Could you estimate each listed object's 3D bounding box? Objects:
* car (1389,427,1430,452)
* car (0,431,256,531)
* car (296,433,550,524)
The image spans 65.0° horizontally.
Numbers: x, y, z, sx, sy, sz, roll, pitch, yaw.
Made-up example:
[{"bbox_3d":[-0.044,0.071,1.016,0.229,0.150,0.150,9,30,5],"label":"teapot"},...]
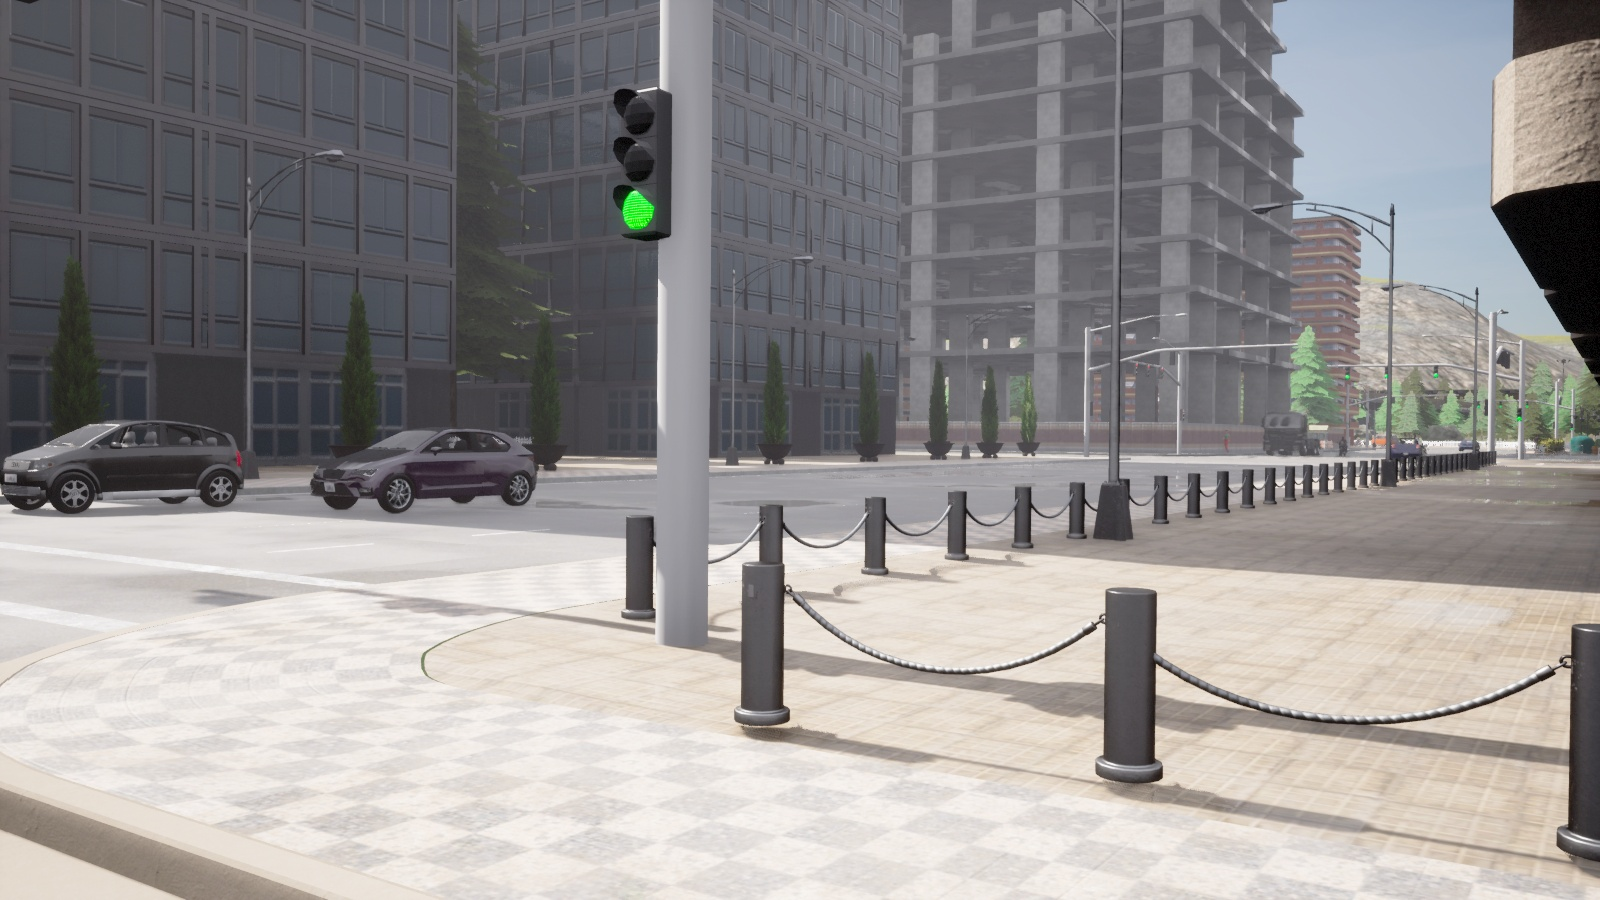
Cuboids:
[{"bbox_3d":[36.997,-0.658,76.230,1.845,1.501,3.633,0,1,32],"label":"car"},{"bbox_3d":[-11.657,0.463,21.730,1.789,1.549,3.705,0,1,34],"label":"car"},{"bbox_3d":[-6.723,0.439,22.796,1.816,1.474,4.193,0,1,34],"label":"car"}]
